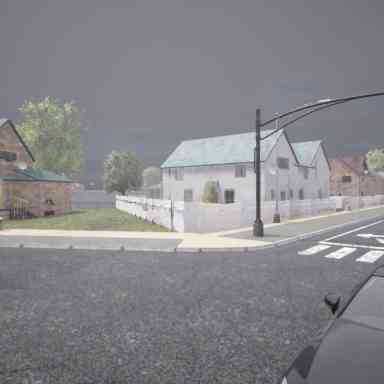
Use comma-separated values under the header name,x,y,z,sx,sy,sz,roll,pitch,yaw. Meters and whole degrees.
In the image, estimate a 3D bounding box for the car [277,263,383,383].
name,x,y,z,sx,sy,sz,roll,pitch,yaw
car,2.573,1.525,3.480,1.812,1.442,4.674,0,0,42
